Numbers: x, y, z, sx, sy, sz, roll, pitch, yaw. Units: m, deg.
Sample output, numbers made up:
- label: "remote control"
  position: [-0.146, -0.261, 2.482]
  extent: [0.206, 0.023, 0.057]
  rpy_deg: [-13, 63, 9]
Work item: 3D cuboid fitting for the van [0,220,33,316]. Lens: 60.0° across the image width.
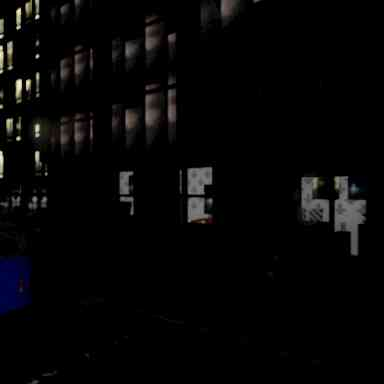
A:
- label: "van"
  position: [-4.668, 1.342, 6.188]
  extent: [3.998, 1.788, 1.690]
  rpy_deg: [0, 0, 35]
